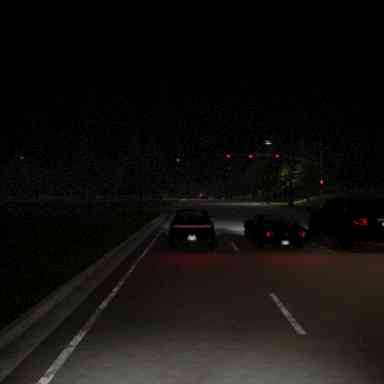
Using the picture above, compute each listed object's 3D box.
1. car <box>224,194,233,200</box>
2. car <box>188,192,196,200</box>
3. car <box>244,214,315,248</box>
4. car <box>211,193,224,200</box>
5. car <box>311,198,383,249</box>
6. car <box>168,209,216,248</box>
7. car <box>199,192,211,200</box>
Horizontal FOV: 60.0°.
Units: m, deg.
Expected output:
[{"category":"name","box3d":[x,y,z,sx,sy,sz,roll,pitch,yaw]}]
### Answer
[{"category":"car","box3d":[10.500,1.425,93.888,1.812,1.442,4.674,0,0,0]},{"category":"car","box3d":[0.000,1.108,93.502,2.150,2.045,5.566,0,0,0]},{"category":"car","box3d":[3.500,1.613,14.680,1.895,1.301,4.718,0,0,0]},{"category":"car","box3d":[7.000,1.423,93.472,2.033,1.411,5.357,0,0,0]},{"category":"car","box3d":[7.000,1.255,14.680,2.150,2.045,5.566,0,0,0]},{"category":"car","box3d":[0.000,1.492,14.650,2.128,1.511,4.902,0,0,0]},{"category":"car","box3d":[3.500,1.435,93.472,1.994,1.385,4.181,0,0,0]}]
